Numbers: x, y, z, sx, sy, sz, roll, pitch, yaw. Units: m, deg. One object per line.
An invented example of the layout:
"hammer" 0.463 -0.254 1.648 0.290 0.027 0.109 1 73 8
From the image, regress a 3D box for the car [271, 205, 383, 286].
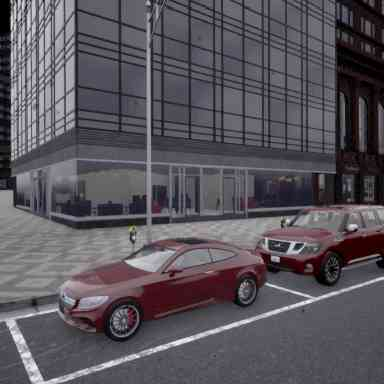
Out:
"car" 4.074 1.315 9.578 5.009 1.841 2.192 0 0 -36

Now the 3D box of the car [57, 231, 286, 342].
"car" -0.338 1.582 6.419 4.206 1.307 1.802 0 0 -36
